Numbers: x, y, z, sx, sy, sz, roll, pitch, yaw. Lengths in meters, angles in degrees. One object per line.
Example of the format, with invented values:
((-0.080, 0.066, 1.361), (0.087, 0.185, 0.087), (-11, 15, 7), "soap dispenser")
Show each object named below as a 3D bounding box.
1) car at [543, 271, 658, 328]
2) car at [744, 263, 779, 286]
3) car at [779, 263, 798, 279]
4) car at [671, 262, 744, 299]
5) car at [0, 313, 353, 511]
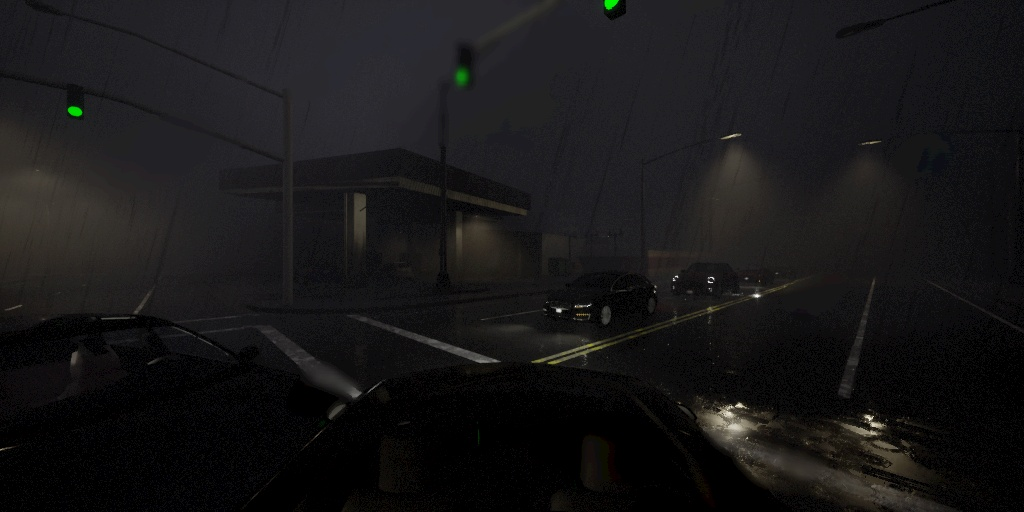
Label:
((3.018, 1.255, 11.590), (4.892, 1.490, 1.837), (0, 0, -45), "car")
((16.947, 1.314, 25.181), (1.994, 1.385, 4.181), (0, 0, 45), "car")
((24.163, 1.314, 32.149), (4.181, 1.385, 1.994), (0, 0, -44), "car")
((9.938, 1.102, 18.353), (4.553, 1.767, 2.097), (0, 0, -44), "car")
((-3.390, 1.242, 2.647), (4.902, 1.511, 2.128), (0, 0, 16), "car")
